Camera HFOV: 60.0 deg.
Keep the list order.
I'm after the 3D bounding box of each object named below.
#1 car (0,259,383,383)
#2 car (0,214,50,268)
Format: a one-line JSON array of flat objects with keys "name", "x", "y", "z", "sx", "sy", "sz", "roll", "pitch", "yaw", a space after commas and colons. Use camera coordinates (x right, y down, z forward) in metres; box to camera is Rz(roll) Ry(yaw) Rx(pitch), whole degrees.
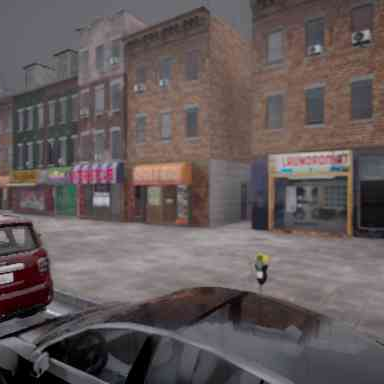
[{"name": "car", "x": -0.147, "y": 1.565, "z": 2.912, "sx": 4.313, "sy": 1.339, "sz": 1.947, "roll": 0, "pitch": 0, "yaw": 35}, {"name": "car", "x": -4.598, "y": 1.310, "z": 6.084, "sx": 5.009, "sy": 1.841, "sz": 2.192, "roll": 0, "pitch": 0, "yaw": 35}]
